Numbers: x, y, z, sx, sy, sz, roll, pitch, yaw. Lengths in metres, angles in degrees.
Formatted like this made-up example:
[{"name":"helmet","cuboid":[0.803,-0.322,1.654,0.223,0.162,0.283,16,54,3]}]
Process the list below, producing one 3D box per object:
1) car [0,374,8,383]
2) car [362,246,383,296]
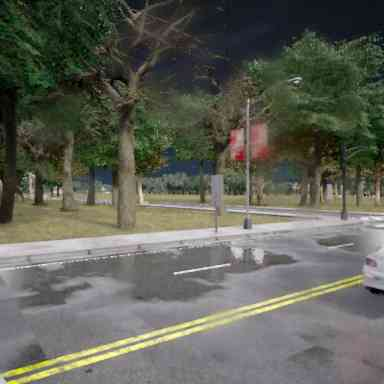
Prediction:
[{"name":"car","cuboid":[-3.227,1.521,1.148,4.674,1.442,1.812,0,0,-35]},{"name":"car","cuboid":[5.611,1.544,7.418,4.674,1.442,1.812,0,0,-35]}]
